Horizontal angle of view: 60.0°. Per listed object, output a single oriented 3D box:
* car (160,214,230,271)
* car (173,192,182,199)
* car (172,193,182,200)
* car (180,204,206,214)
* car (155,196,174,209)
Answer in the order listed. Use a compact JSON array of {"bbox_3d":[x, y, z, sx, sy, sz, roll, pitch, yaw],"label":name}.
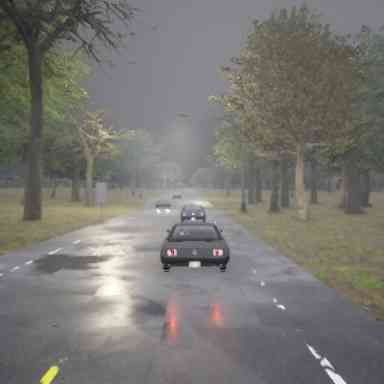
[{"bbox_3d":[0.087,1.626,10.975,1.895,1.301,4.718,0,0,0],"label":"car"},{"bbox_3d":[-3.471,0.876,81.628,2.128,1.511,4.902,0,1,0],"label":"car"},{"bbox_3d":[-3.335,0.903,74.097,1.882,1.535,5.008,0,1,-2],"label":"car"},{"bbox_3d":[0.093,1.619,26.011,1.895,1.301,4.718,0,0,0],"label":"car"},{"bbox_3d":[-3.788,1.484,44.165,1.994,1.385,4.181,0,0,-2],"label":"car"}]
